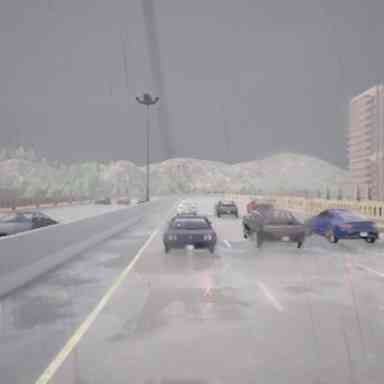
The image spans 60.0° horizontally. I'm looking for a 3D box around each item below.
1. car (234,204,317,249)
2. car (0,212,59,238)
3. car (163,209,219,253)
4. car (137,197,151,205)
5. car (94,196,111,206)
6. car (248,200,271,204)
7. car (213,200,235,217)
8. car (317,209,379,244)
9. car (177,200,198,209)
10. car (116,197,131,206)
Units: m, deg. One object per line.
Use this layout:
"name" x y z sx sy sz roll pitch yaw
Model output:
"car" 3.378 1.488 14.571 2.128 1.511 4.902 0 0 -1
"car" -7.310 1.566 14.358 1.994 1.385 4.181 0 0 -1
"car" -0.100 1.600 13.627 1.895 1.301 4.718 0 0 -1
"car" -8.131 1.562 56.768 1.994 1.385 4.181 0 0 -1
"car" -15.123 1.480 56.490 1.882 1.535 5.008 0 0 -1
"car" 6.526 1.471 32.157 1.882 1.535 5.008 0 0 -1
"car" 3.058 1.487 30.553 2.128 1.511 4.902 0 0 -1
"car" 6.859 1.520 15.654 1.812 1.442 4.674 0 0 -1
"car" -0.476 1.523 31.522 1.812 1.442 4.674 0 0 -1
"car" -11.628 1.527 56.679 1.812 1.442 4.674 0 0 -1
